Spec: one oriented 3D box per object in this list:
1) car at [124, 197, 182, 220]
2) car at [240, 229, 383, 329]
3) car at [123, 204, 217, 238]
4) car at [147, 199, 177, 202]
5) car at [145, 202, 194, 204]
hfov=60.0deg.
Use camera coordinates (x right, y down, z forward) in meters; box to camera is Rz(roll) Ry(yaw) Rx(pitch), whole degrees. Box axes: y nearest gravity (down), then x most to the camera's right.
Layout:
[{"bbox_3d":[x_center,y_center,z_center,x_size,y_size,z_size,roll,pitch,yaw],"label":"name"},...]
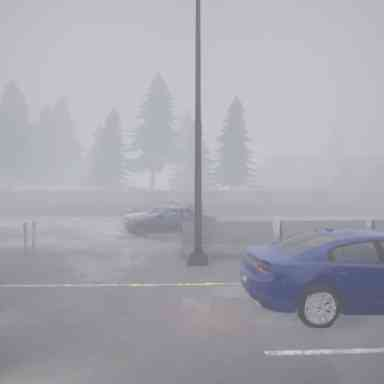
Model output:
[{"bbox_3d":[-3.105,1.350,27.443,4.553,1.767,2.097,0,0,-2],"label":"car"},{"bbox_3d":[3.457,1.476,6.439,5.008,1.535,1.882,0,0,-4],"label":"car"},{"bbox_3d":[-0.987,1.524,16.990,4.674,1.442,1.812,0,0,-3],"label":"car"},{"bbox_3d":[-1.094,1.489,23.996,4.902,1.511,2.128,0,0,-3],"label":"car"},{"bbox_3d":[-1.878,1.524,20.465,4.674,1.442,1.812,0,0,-2],"label":"car"}]
